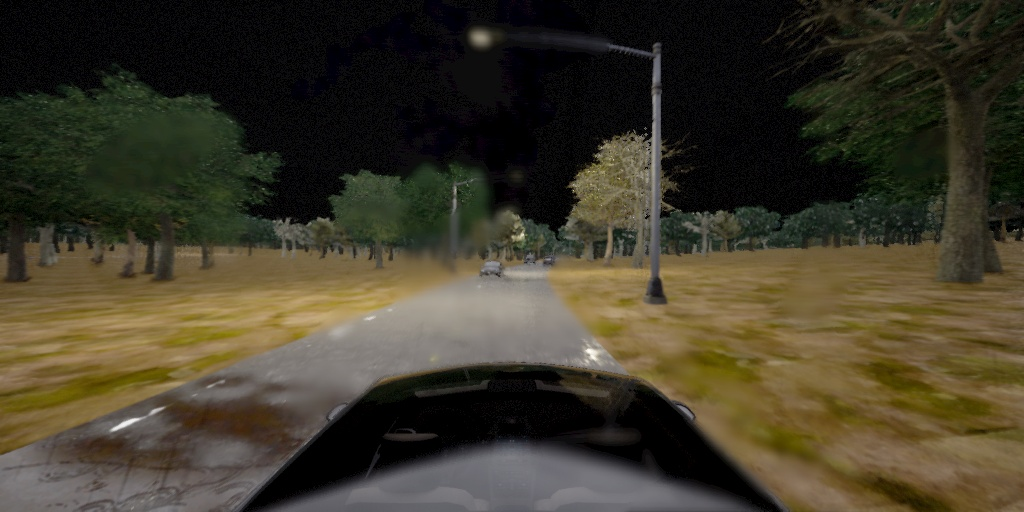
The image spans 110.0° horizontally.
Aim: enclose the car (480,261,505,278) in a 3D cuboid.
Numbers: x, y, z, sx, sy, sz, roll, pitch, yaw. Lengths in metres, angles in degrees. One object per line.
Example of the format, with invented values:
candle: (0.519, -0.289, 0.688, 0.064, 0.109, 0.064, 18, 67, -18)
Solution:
car: (-1.746, 1.211, 33.112, 1.837, 1.490, 4.892, 0, 0, 5)
